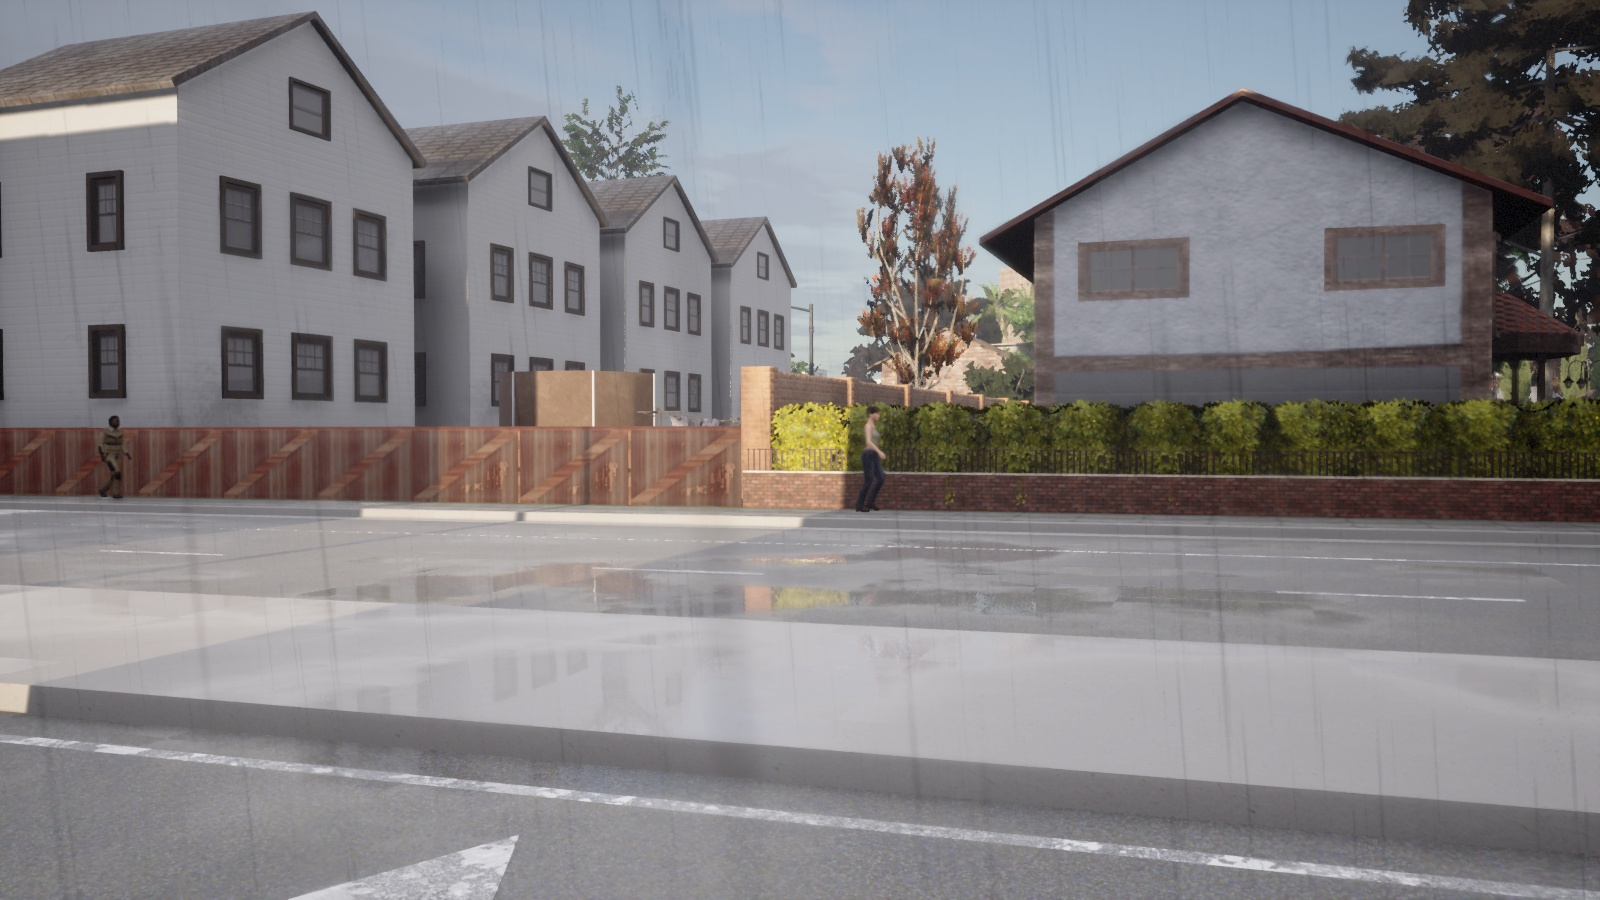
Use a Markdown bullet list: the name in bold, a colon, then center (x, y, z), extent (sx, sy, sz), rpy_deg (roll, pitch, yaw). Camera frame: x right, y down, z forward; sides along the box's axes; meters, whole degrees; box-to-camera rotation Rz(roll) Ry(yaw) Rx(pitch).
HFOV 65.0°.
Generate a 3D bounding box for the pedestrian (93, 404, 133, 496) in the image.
- **pedestrian**: center (-14.568, 0.001, 26.630), extent (0.692, 1.930, 0.396), rpy_deg (1, 1, 21)

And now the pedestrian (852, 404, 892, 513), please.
- **pedestrian**: center (1.229, 0.143, 21.441), extent (0.594, 1.836, 0.345), rpy_deg (1, 1, 20)
